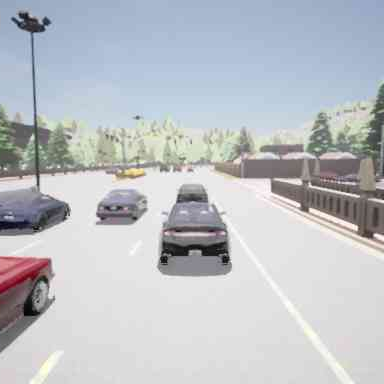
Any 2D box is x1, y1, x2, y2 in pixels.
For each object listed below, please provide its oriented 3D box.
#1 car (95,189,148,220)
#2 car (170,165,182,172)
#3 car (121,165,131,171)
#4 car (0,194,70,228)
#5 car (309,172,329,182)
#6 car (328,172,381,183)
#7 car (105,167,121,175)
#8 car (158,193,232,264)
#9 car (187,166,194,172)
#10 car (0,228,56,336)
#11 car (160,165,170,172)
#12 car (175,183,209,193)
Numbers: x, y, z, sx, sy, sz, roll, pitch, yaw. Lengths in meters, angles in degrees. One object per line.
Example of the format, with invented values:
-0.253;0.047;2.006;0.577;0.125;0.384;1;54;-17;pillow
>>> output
-3.475;0.528;17.250;2.033;1.411;5.357;0;5;0;car
-3.991;-6.327;89.453;2.150;2.045;5.566;0;5;0;car
-17.996;-6.413;90.247;2.150;2.045;5.566;0;5;0;car
-6.960;0.773;14.674;1.994;1.385;4.181;0;5;0;car
17.490;-1.968;44.729;4.674;1.442;1.812;0;5;2;car
20.299;-1.623;41.155;5.357;1.411;2.033;0;5;2;car
-17.901;-4.782;73.961;2.097;1.767;4.553;0;5;0;car
0.065;1.044;10.111;2.128;1.511;4.902;0;4;0;car
-0.493;-5.992;89.922;1.895;1.301;4.718;0;5;0;car
-3.410;1.472;3.972;1.895;1.301;4.718;0;2;0;car
-7.491;-6.325;89.433;2.150;2.045;5.566;0;5;0;car
0.013;0.208;20.082;1.882;1.535;5.008;0;5;-1;car
